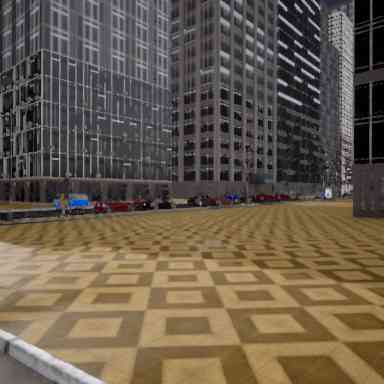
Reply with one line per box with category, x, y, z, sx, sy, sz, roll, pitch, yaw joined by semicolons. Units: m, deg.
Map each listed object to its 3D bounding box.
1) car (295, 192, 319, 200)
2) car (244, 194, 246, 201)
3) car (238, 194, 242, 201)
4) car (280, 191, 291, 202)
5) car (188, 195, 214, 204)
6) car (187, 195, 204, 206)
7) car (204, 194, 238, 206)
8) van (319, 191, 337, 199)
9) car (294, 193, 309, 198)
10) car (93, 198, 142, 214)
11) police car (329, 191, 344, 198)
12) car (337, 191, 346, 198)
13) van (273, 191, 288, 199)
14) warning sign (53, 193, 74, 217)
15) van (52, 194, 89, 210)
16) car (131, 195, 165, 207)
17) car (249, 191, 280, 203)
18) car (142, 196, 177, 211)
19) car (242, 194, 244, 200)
car;22.918;0.960;66.259;1.752;1.417;4.829;1;1;42
car;11.356;1.072;57.278;1.812;1.442;4.674;0;1;42
car;5.795;1.078;55.526;1.882;1.535;5.008;0;1;42
car;15.260;0.842;57.614;2.192;1.841;5.009;1;1;42
car;1.453;1.149;54.674;1.947;1.339;4.313;1;1;42
car;1.408;1.175;46.051;1.837;1.490;4.892;0;1;42
car;3.941;1.244;44.844;1.802;1.307;4.206;1;1;42
van;30.351;0.687;74.645;1.690;1.788;3.998;1;1;42
car;27.864;0.833;84.480;1.947;1.339;4.313;1;1;42
car;-7.284;1.239;31.990;1.967;1.590;4.097;1;1;42
police car;36.795;0.673;84.629;1.930;1.638;5.238;0;1;42
car;34.123;0.852;78.906;2.008;1.369;4.403;1;1;42
van;20.319;0.698;75.960;1.690;1.788;3.998;1;1;42
warning sign;-9.899;0.976;25.659;1.300;1.860;1.060;0;0;42
van;-13.725;1.105;37.722;1.690;1.788;3.998;1;1;42
car;-6.098;1.218;46.165;1.887;1.381;4.507;1;1;42
car;11.488;0.887;53.356;2.192;1.841;5.009;1;1;42
car;-3.554;1.319;36.286;1.947;1.339;4.313;1;1;42
car;9.000;1.058;63.190;1.947;1.339;4.313;1;1;42
